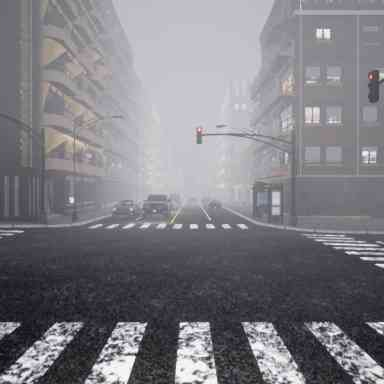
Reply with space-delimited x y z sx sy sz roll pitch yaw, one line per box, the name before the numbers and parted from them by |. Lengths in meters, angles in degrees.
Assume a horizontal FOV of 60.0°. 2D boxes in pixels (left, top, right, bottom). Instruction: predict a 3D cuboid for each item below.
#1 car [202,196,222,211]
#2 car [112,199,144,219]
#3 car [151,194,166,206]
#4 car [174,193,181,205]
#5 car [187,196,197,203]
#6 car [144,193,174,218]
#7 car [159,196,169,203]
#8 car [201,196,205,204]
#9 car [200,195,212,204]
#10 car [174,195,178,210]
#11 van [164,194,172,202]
car | 2.657 1.548 40.419 2.008 1.369 4.403 0 0 0
car | -5.715 1.438 29.140 1.967 1.590 4.097 0 0 0
car | -5.737 1.312 57.333 2.192 1.841 5.009 0 0 0
car | -3.091 1.221 58.953 2.150 2.045 5.566 0 0 0
car | 0.046 1.561 69.642 1.994 1.385 4.181 0 0 0
car | -3.123 1.219 30.342 2.150 2.045 5.566 0 0 0
car | -5.744 1.522 68.441 1.752 1.417 4.829 0 0 0
car | 2.653 1.542 46.057 1.887 1.381 4.507 0 0 0
car | 2.640 1.437 62.974 1.967 1.590 4.097 0 0 0
car | -3.128 1.502 41.021 1.837 1.490 4.892 0 0 0
van | -5.753 1.337 79.889 1.690 1.788 3.998 0 0 0
